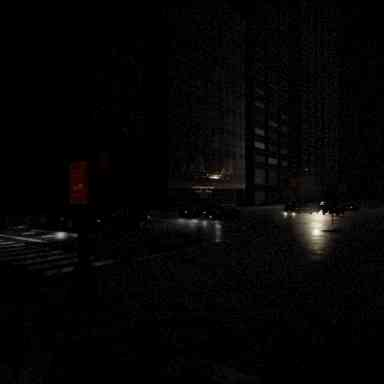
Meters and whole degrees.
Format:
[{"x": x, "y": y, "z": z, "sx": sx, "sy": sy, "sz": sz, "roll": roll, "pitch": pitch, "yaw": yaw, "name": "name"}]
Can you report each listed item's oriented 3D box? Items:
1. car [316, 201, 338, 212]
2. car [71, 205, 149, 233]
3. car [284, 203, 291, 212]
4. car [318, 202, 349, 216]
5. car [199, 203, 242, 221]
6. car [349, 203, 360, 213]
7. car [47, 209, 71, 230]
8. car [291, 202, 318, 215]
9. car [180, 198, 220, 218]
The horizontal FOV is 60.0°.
[{"x": 20.895, "y": 2.233, "z": 51.348, "sx": 2.128, "sy": 1.511, "sz": 4.902, "roll": 0, "pitch": -1, "yaw": 36, "name": "car"}, {"x": -4.874, "y": 1.717, "z": 21.545, "sx": 2.128, "sy": 1.511, "sz": 4.902, "roll": 0, "pitch": -1, "yaw": 36, "name": "car"}, {"x": 15.312, "y": 2.233, "z": 49.187, "sx": 2.033, "sy": 1.411, "sz": 5.357, "roll": 0, "pitch": -1, "yaw": 36, "name": "car"}, {"x": 17.481, "y": 2.094, "z": 41.028, "sx": 1.837, "sy": 1.490, "sz": 4.892, "roll": 0, "pitch": -1, "yaw": 36, "name": "car"}, {"x": 3.014, "y": 2.007, "z": 32.390, "sx": 1.895, "sy": 1.301, "sz": 4.718, "roll": 0, "pitch": -1, "yaw": 36, "name": "car"}, {"x": 23.526, "y": 2.276, "z": 49.439, "sx": 2.033, "sy": 1.411, "sz": 5.357, "roll": 0, "pitch": -1, "yaw": 36, "name": "car"}, {"x": -7.614, "y": 1.713, "z": 23.298, "sx": 1.882, "sy": 1.535, "sz": 5.008, "roll": 0, "pitch": -1, "yaw": 36, "name": "car"}, {"x": 15.075, "y": 2.154, "z": 43.246, "sx": 2.033, "sy": 1.411, "sz": 5.357, "roll": 0, "pitch": -1, "yaw": 36, "name": "car"}, {"x": 1.048, "y": 1.650, "z": 35.222, "sx": 2.150, "sy": 2.045, "sz": 5.566, "roll": 0, "pitch": 0, "yaw": 36, "name": "car"}]
